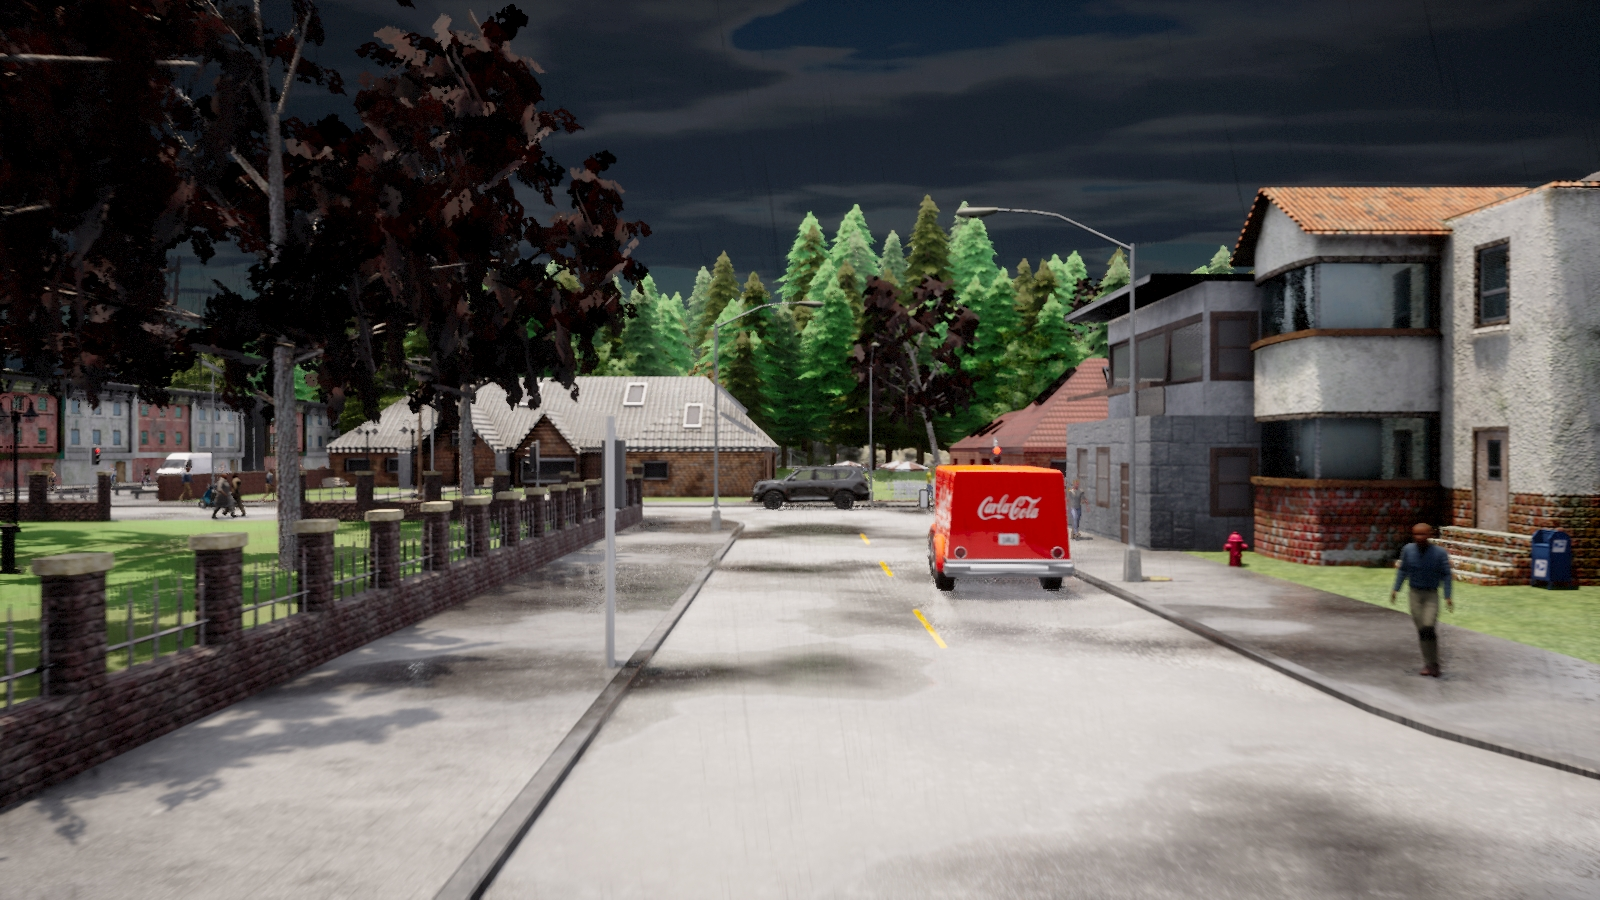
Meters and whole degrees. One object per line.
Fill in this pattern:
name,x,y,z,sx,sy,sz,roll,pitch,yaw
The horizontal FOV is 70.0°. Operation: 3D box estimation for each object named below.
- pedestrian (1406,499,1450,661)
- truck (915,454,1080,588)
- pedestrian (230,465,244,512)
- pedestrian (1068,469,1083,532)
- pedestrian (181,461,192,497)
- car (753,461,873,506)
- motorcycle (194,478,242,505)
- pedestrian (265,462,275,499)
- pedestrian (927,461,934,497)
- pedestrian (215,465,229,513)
pedestrian,7.414,1.514,13.491,0.375,1.860,0.375,0,0,43
truck,3.970,1.347,24.046,2.627,2.467,5.204,0,0,1
pedestrian,-22.472,1.518,45.607,0.375,1.860,0.375,0,0,10
pedestrian,8.231,1.514,34.101,0.375,1.860,0.375,0,0,2
pedestrian,-31.720,1.511,59.102,0.375,1.860,0.375,0,0,0
car,0.590,1.554,53.781,5.566,2.045,2.150,0,0,0
motorcycle,-27.410,1.956,53.801,1.805,1.236,0.856,0,0,0
pedestrian,-26.597,1.512,57.336,0.375,1.860,0.375,0,0,-12
pedestrian,6.755,1.517,59.091,0.375,1.860,0.375,0,0,6
pedestrian,-22.482,1.521,44.437,0.375,1.860,0.375,0,0,0
